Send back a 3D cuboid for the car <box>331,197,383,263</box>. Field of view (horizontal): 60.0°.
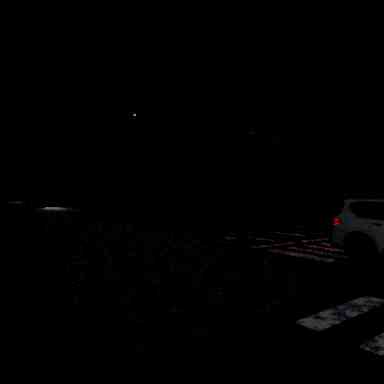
[{"bbox_3d":[6.905,1.220,9.622,2.150,2.045,5.566,1,0,-36],"label":"car"}]

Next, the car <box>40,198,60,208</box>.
[{"bbox_3d":[-20.480,1.534,47.746,1.994,1.385,4.181,1,0,-36],"label":"car"}]

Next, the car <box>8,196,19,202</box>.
[{"bbox_3d":[-40.916,1.583,76.203,1.895,1.301,4.718,1,-1,-36],"label":"car"}]
